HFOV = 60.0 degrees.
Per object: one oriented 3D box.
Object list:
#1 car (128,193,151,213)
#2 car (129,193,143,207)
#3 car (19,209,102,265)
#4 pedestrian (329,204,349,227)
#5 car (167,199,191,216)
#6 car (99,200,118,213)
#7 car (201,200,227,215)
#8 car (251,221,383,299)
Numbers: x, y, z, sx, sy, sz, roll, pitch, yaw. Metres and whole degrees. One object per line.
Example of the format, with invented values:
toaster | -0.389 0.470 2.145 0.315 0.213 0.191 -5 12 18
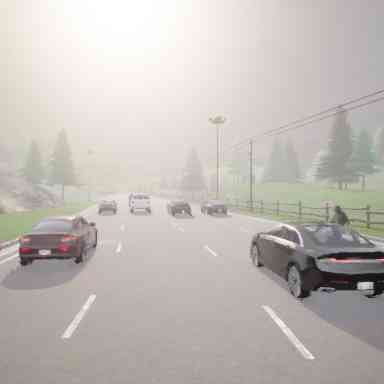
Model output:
car | -5.956 1.223 38.089 2.150 2.045 5.566 0 0 -11
car | -8.980 1.220 53.067 2.150 2.045 5.566 0 0 -11
car | -4.475 1.525 11.631 1.812 1.442 4.674 0 0 -8
pedestrian | 5.153 1.294 11.677 0.375 1.860 0.375 0 0 -8
car | -1.296 1.505 32.682 1.837 1.490 4.892 0 0 -11
car | -9.325 1.546 37.079 2.033 1.411 5.357 0 0 -11
car | 2.161 1.525 33.251 1.812 1.442 4.674 0 0 -11
car | 2.917 1.491 8.472 2.128 1.511 4.902 0 0 -6
